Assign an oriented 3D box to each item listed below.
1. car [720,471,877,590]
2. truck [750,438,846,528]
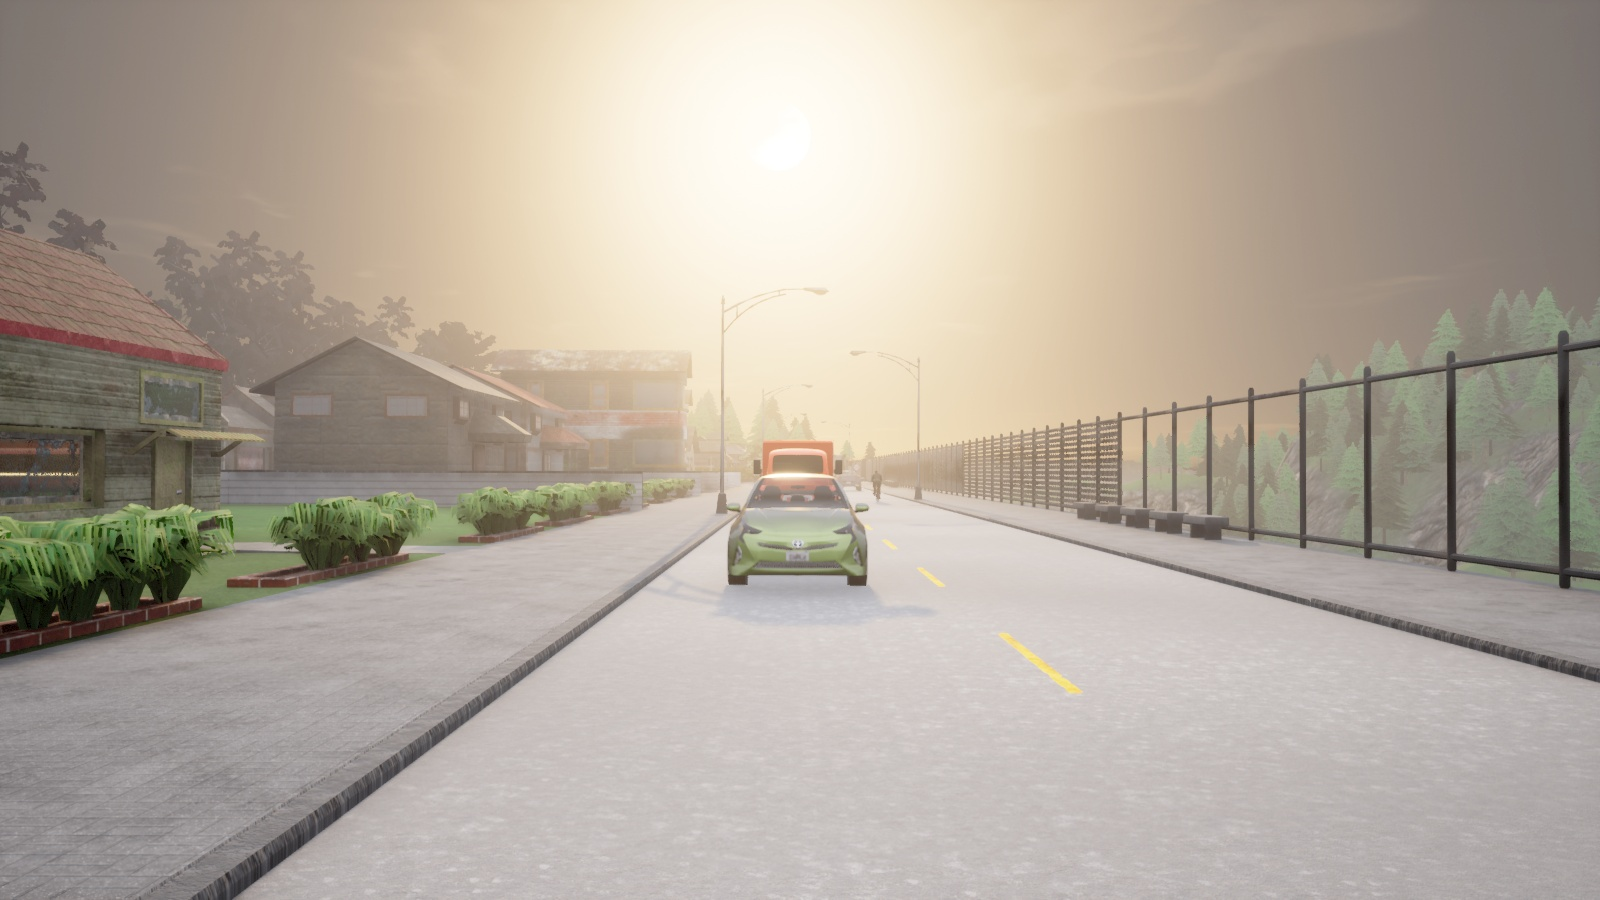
[{"bbox_3d":[-0.025,1.070,18.423,2.007,1.525,4.514,0,-1,0],"label":"car"},{"bbox_3d":[-0.060,0.951,37.158,2.627,2.467,5.204,0,-1,0],"label":"truck"}]
